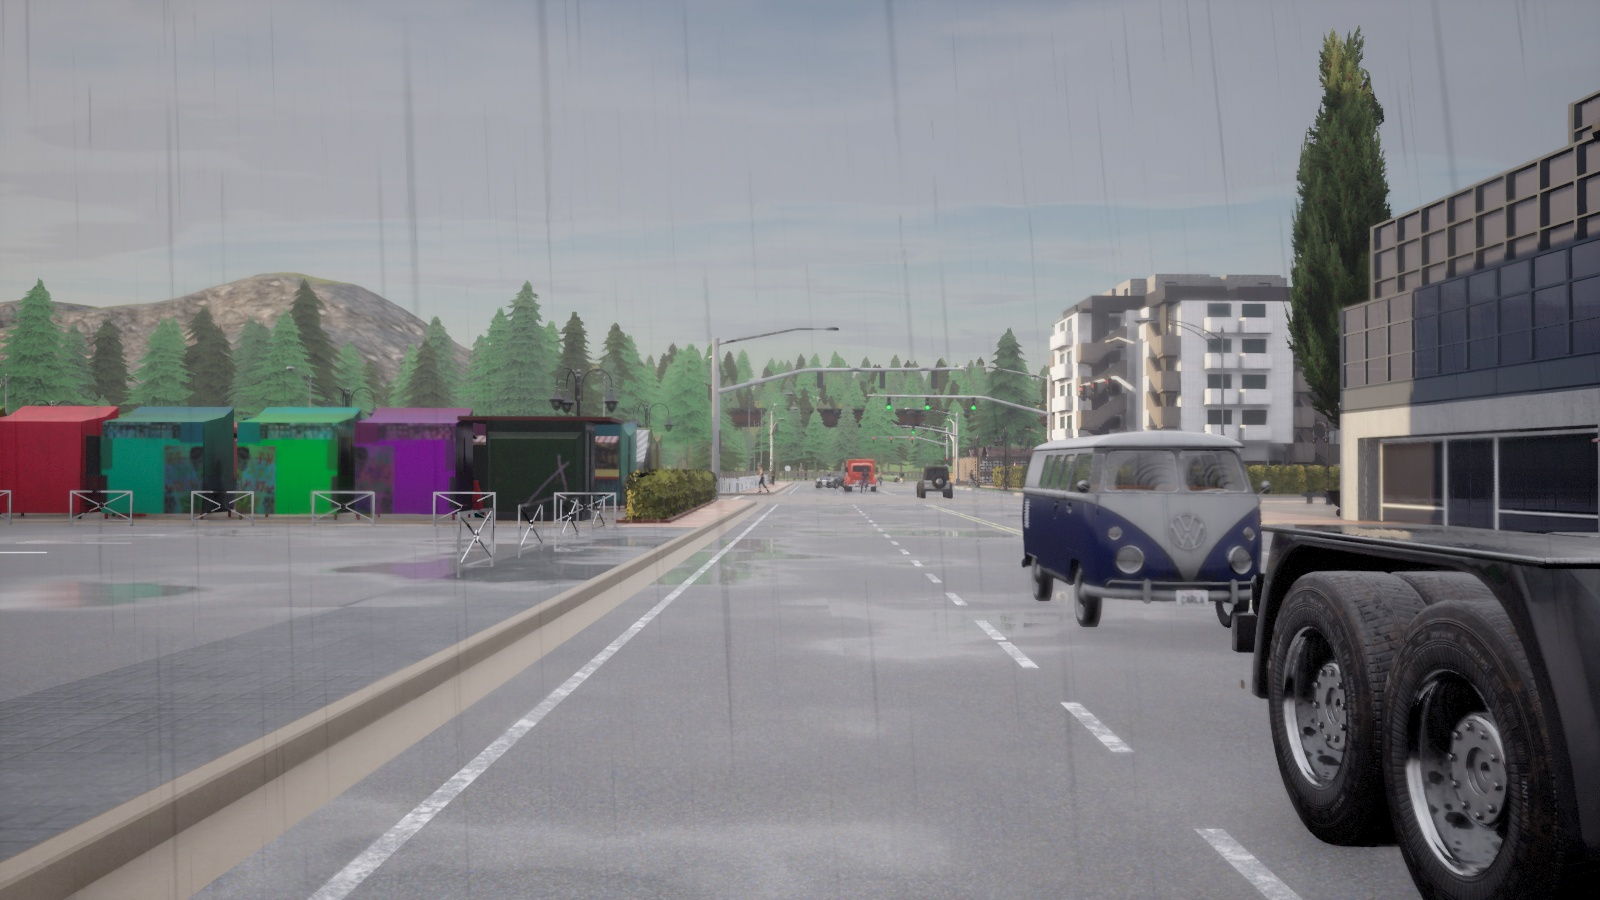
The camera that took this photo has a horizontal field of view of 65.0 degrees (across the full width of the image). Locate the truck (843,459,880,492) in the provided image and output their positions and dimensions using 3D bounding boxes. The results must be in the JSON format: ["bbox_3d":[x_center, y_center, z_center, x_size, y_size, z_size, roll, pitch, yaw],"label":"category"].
[{"bbox_3d":[4.721,1.936,97.141,2.627,2.467,5.204,0,-1,1],"label":"truck"}]

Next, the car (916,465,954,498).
[{"bbox_3d":[7.925,1.818,74.015,1.905,1.878,3.866,0,-1,1],"label":"car"}]

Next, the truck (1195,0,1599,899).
[{"bbox_3d":[3.522,-0.137,2.678,2.891,3.462,7.936,0,-1,1],"label":"truck"}]

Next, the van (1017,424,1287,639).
[{"bbox_3d":[3.654,0.783,13.885,1.775,1.987,4.442,0,-1,1],"label":"van"}]
